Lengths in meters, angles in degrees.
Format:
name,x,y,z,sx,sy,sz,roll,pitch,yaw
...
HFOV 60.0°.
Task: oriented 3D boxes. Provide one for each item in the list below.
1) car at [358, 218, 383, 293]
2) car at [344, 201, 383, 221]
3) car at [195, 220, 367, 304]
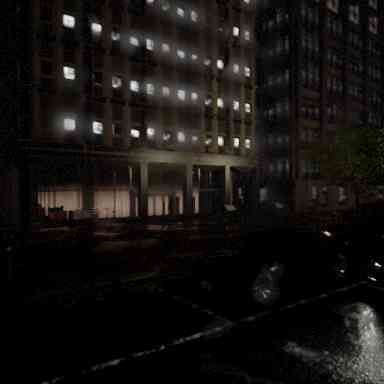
name,x,y,z,sx,sy,sz,roll,pitch,yaw
car,5.882,1.434,7.575,4.902,1.511,2.128,-1,0,-35
car,6.577,1.243,11.254,5.009,1.841,2.192,0,0,-35
car,2.083,1.527,8.048,4.313,1.339,1.947,0,0,-35
